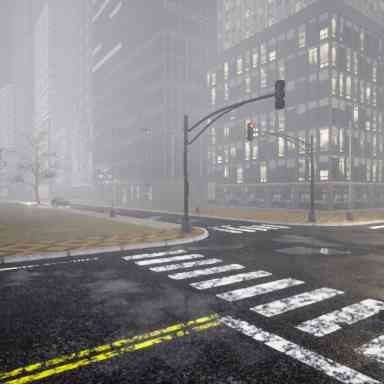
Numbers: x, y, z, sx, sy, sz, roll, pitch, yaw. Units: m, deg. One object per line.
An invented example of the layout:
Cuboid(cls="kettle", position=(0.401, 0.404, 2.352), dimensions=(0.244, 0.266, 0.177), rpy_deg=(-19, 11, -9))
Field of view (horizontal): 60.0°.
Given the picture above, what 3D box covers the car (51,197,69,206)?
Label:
Cuboid(cls="car", position=(-21.611, 1.553, 54.287), dimensions=(2.033, 1.411, 5.357), rpy_deg=(0, 0, -35))
